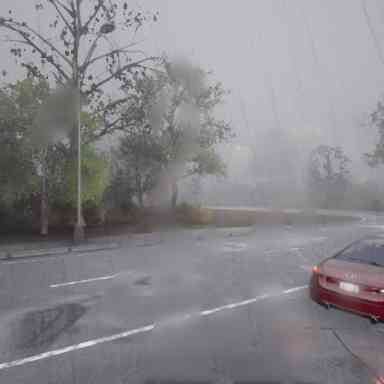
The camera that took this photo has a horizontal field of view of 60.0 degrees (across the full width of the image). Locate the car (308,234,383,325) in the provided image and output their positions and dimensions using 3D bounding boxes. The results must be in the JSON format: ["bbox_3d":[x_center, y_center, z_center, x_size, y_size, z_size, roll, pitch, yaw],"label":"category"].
[{"bbox_3d":[4.275,1.563,6.717,4.181,1.385,1.994,0,0,-35],"label":"car"}]
